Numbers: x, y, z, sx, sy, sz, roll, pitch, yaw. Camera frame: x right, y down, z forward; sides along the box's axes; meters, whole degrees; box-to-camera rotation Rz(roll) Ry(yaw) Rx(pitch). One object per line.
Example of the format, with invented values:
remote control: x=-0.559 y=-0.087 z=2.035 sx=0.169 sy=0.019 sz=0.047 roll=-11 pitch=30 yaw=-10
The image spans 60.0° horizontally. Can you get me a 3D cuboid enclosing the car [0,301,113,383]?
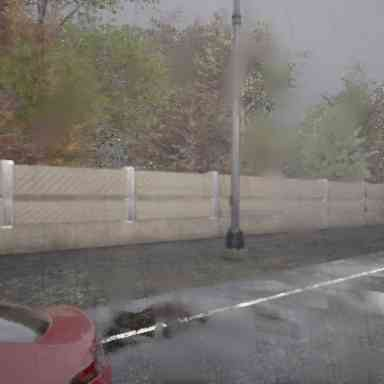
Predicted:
car: x=-2.824 y=1.512 z=1.984 sx=4.674 sy=1.442 sz=1.812 roll=0 pitch=0 yaw=-35
